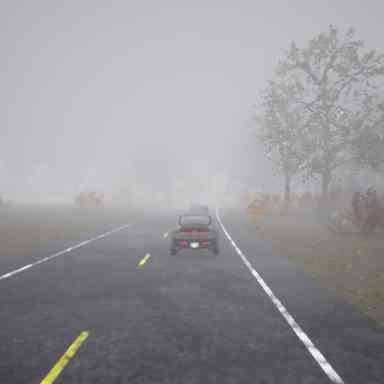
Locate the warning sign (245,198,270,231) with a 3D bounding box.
[{"bbox_3d":[3.828,1.310,19.602,1.300,1.860,1.060,-1,-1,2],"label":"warning sign"}]

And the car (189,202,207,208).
[{"bbox_3d":[0.639,1.841,28.875,2.033,1.411,5.357,0,-1,3],"label":"car"}]

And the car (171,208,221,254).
[{"bbox_3d":[0.151,1.649,14.226,1.837,1.490,4.892,0,0,1],"label":"car"}]

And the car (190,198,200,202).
[{"bbox_3d":[0.666,2.188,72.856,2.097,1.767,4.553,0,-1,6],"label":"car"}]
